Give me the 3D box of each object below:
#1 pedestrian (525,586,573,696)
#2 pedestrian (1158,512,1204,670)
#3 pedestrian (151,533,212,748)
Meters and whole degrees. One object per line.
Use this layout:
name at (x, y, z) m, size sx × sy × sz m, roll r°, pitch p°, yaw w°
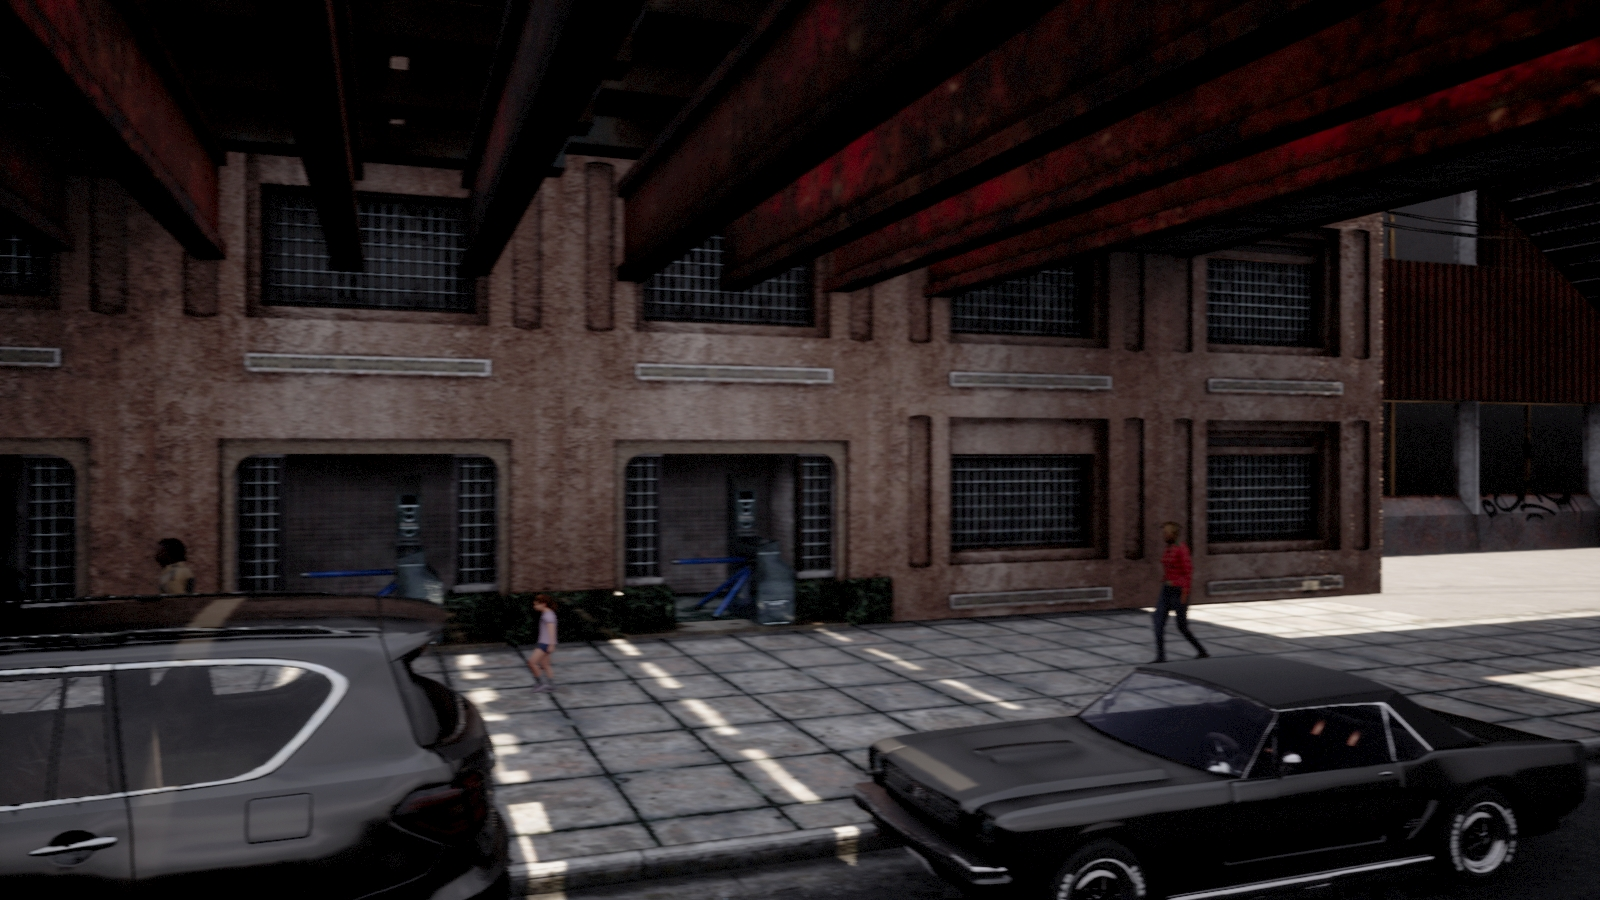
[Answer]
pedestrian at (-2.739, 2.076, 12.493) m, size 0.500 × 1.100 × 0.500 m, roll 0°, pitch 0°, yaw -10°
pedestrian at (4.616, 1.696, 13.847) m, size 0.375 × 1.860 × 0.375 m, roll 0°, pitch 0°, yaw -15°
pedestrian at (-5.558, 1.696, 10.281) m, size 0.375 × 1.860 × 0.375 m, roll 0°, pitch 0°, yaw -8°
